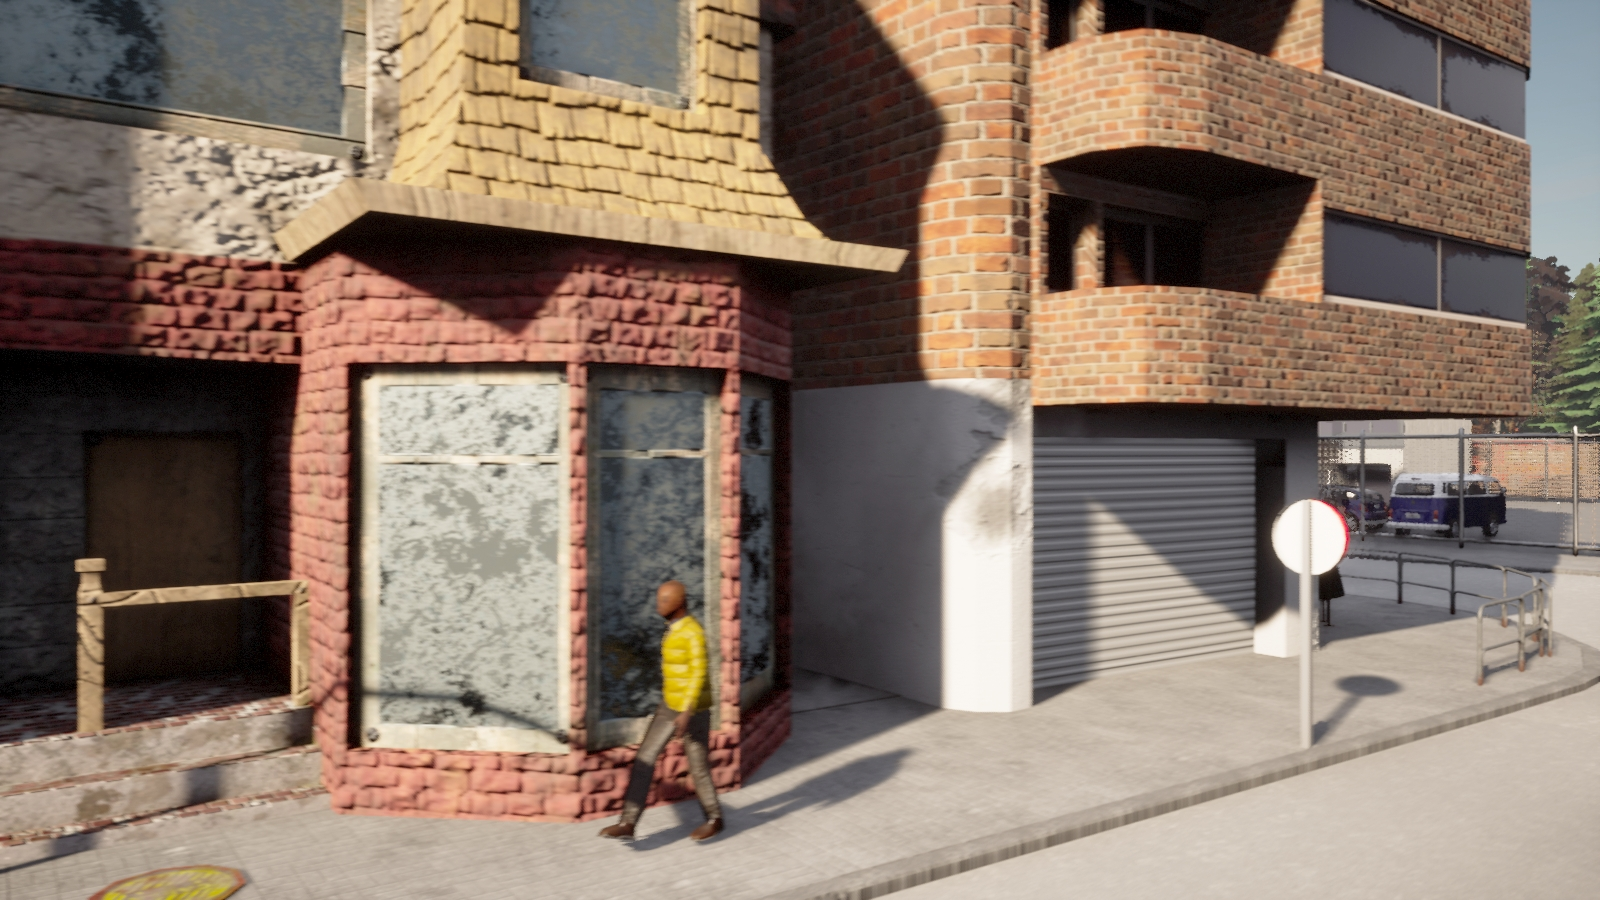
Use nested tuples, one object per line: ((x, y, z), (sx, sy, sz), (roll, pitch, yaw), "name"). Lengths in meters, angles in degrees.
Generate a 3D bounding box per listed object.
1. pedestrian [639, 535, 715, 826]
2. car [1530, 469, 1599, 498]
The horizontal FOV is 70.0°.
((-0.835, 1.524, 7.715), (0.375, 1.860, 0.375), (0, 0, -35), "pedestrian")
((43.607, 1.854, 63.404), (2.163, 1.488, 4.792), (0, 0, -35), "car")
